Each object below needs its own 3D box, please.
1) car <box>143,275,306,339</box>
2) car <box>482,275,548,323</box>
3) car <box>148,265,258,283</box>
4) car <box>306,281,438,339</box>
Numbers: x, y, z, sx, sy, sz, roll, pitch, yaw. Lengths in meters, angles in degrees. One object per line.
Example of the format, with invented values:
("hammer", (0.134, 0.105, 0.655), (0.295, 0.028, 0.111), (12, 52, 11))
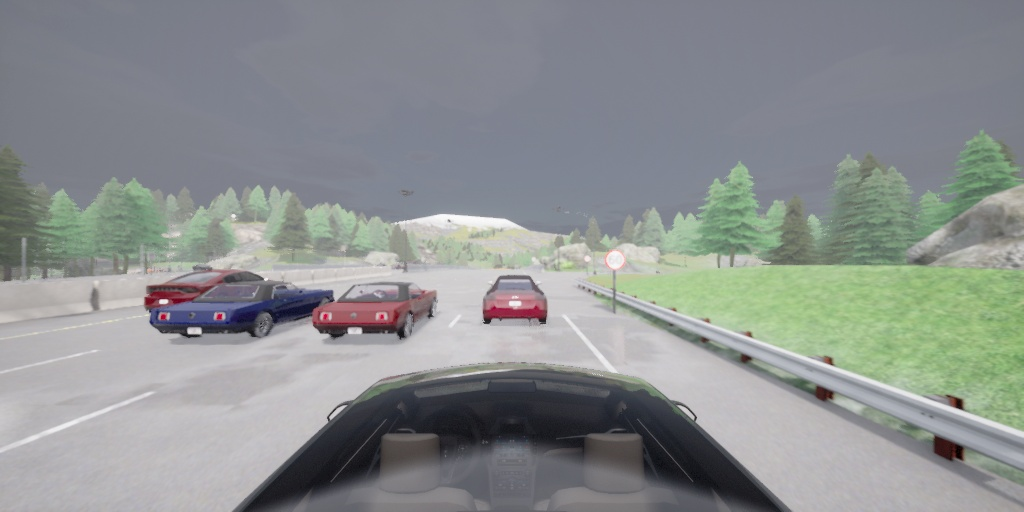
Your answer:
("car", (-6.910, 1.347, 10.037), (1.895, 1.301, 4.718), (0, 0, 0))
("car", (0.091, 1.320, 12.139), (1.994, 1.385, 4.181), (0, 0, 0))
("car", (-10.407, 1.227, 13.191), (1.882, 1.535, 5.008), (0, 0, 0))
("car", (-3.410, 1.349, 10.033), (1.895, 1.301, 4.718), (0, 0, 0))
